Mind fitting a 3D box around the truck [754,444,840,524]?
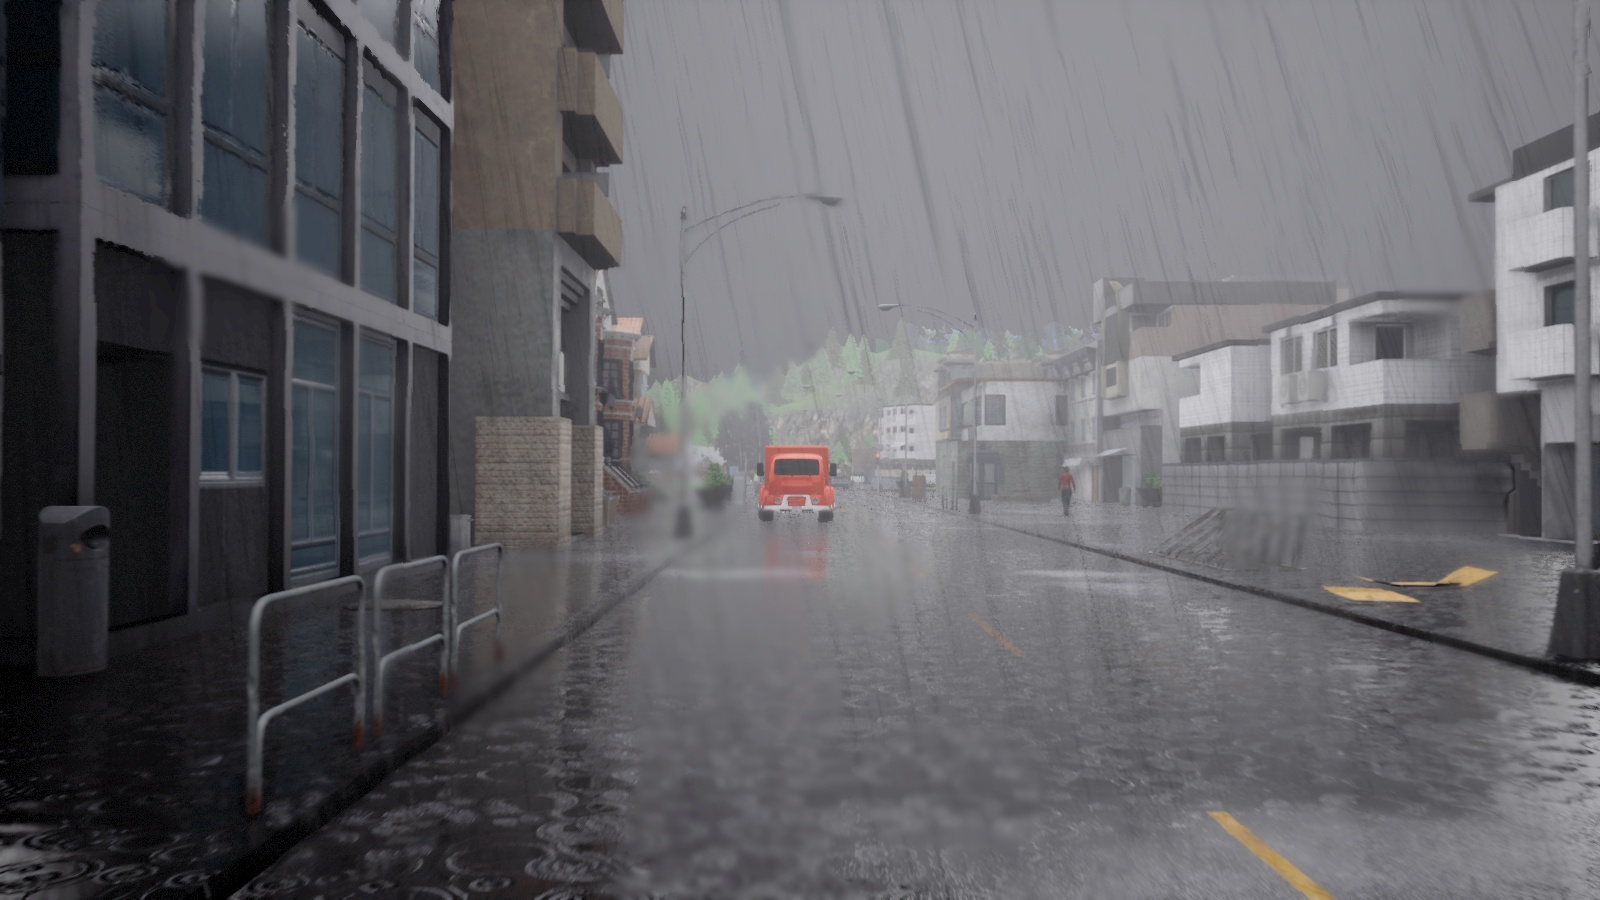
[{"bbox_3d":[-0.102,1.097,41.344,2.627,2.467,5.204,0,-1,0],"label":"truck"}]
